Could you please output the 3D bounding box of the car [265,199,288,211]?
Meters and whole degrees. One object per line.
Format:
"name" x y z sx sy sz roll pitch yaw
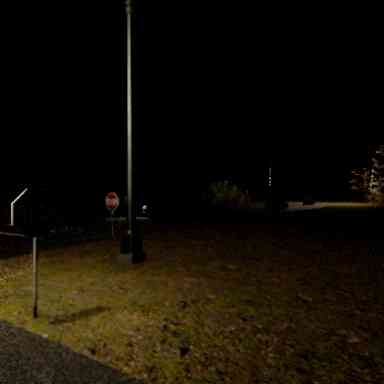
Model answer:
"car" 11.897 1.754 46.537 1.882 1.535 5.008 0 0 34

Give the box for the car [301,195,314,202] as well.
"car" 29.849 1.756 85.930 2.097 1.767 4.553 0 0 34

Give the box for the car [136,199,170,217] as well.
"car" -4.304 1.553 34.958 2.097 1.767 4.553 0 -1 34

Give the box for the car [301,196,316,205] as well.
"car" 23.029 1.813 65.071 1.882 1.535 5.008 0 0 27
